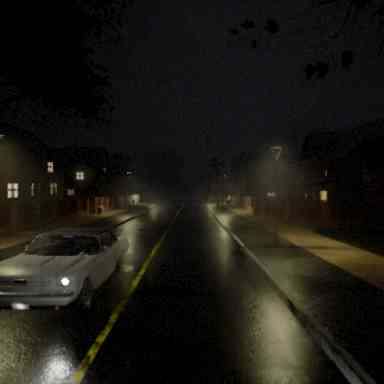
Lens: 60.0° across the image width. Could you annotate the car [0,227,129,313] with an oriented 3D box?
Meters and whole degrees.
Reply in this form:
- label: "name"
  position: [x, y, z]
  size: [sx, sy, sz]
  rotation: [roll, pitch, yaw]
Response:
- label: "car"
  position: [-2.818, 1.560, 7.675]
  size: [1.895, 1.301, 4.718]
  rotation: [0, 0, 0]
